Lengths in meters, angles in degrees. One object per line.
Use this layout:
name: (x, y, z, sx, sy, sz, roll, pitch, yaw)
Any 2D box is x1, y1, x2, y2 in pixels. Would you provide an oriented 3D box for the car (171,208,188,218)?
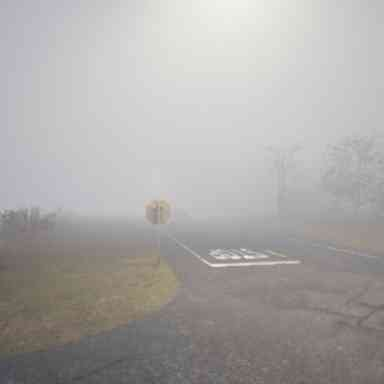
car: (-1.810, 3.295, 51.184, 2.033, 1.411, 5.357, 0, -2, -11)

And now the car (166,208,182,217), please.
car: (-3.249, 3.538, 58.169, 2.033, 1.411, 5.357, 0, -2, -11)
